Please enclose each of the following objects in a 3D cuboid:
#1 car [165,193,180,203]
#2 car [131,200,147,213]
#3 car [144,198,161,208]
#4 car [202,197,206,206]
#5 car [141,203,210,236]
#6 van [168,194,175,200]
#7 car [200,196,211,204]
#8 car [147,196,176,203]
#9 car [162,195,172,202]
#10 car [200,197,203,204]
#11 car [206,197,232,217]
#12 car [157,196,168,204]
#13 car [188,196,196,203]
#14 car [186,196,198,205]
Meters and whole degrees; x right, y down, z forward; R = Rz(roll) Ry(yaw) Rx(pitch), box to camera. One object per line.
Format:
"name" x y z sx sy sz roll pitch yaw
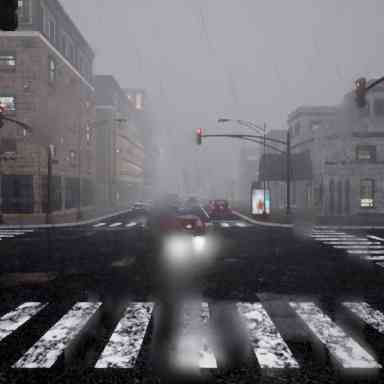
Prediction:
"car" -3.134 1.248 53.173 2.150 2.045 5.566 0 0 0
"car" -5.730 1.561 37.433 2.008 1.369 4.403 0 0 0
"car" -5.741 1.571 48.827 2.008 1.369 4.403 0 0 0
"car" 2.645 1.597 43.150 1.802 1.307 4.206 0 0 0
"car" -1.070 1.532 18.438 1.994 1.385 4.181 0 0 -27
"van" -5.786 1.430 94.399 1.690 1.788 3.998 -1 0 0
"car" 2.624 1.591 65.937 2.008 1.369 4.403 -1 0 0
"car" -3.131 1.499 35.549 2.128 1.511 4.902 0 0 0
"car" -5.769 1.497 77.309 1.967 1.590 4.097 0 0 0
"car" 2.640 1.571 48.847 2.008 1.369 4.403 0 0 0
"car" 2.655 1.446 31.756 1.967 1.590 4.097 0 0 0
"car" -5.757 1.565 65.746 1.752 1.417 4.829 0 0 0
"car" 0.015 1.572 70.718 1.812 1.442 4.674 0 0 0
"car" 0.046 1.538 60.300 1.837 1.490 4.892 0 0 0
